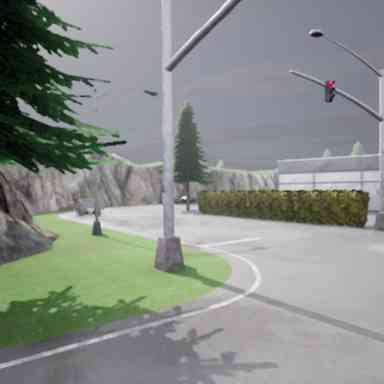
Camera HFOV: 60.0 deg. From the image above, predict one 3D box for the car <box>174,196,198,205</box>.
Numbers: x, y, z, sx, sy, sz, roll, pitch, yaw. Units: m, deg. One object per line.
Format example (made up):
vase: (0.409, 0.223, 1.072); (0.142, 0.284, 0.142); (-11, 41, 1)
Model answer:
car: (-1.060, 1.215, 49.161); (4.718, 1.301, 1.895); (-1, 1, -40)

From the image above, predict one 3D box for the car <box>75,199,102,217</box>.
car: (-9.317, 1.359, 29.641); (2.128, 1.511, 4.902); (-1, 1, -24)
